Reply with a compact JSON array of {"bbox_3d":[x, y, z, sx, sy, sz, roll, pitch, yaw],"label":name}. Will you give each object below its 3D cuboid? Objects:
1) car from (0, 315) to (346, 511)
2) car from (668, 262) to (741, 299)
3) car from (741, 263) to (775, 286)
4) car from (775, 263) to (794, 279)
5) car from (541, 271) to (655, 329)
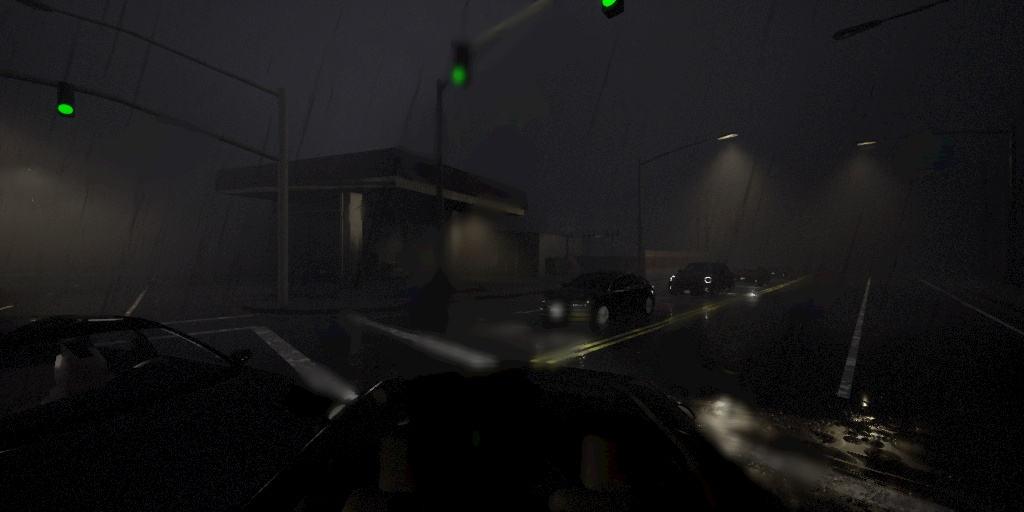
[{"bbox_3d":[-3.410,1.242,2.566,4.902,1.511,2.128,0,0,15],"label":"car"},{"bbox_3d":[9.797,1.102,18.374,4.553,1.767,2.097,0,0,-45],"label":"car"},{"bbox_3d":[16.753,1.314,25.256,1.994,1.385,4.181,0,0,44],"label":"car"},{"bbox_3d":[23.916,1.314,32.280,4.181,1.385,1.994,0,0,-44],"label":"car"},{"bbox_3d":[2.930,1.255,11.557,1.837,1.490,4.892,0,0,45],"label":"car"}]
